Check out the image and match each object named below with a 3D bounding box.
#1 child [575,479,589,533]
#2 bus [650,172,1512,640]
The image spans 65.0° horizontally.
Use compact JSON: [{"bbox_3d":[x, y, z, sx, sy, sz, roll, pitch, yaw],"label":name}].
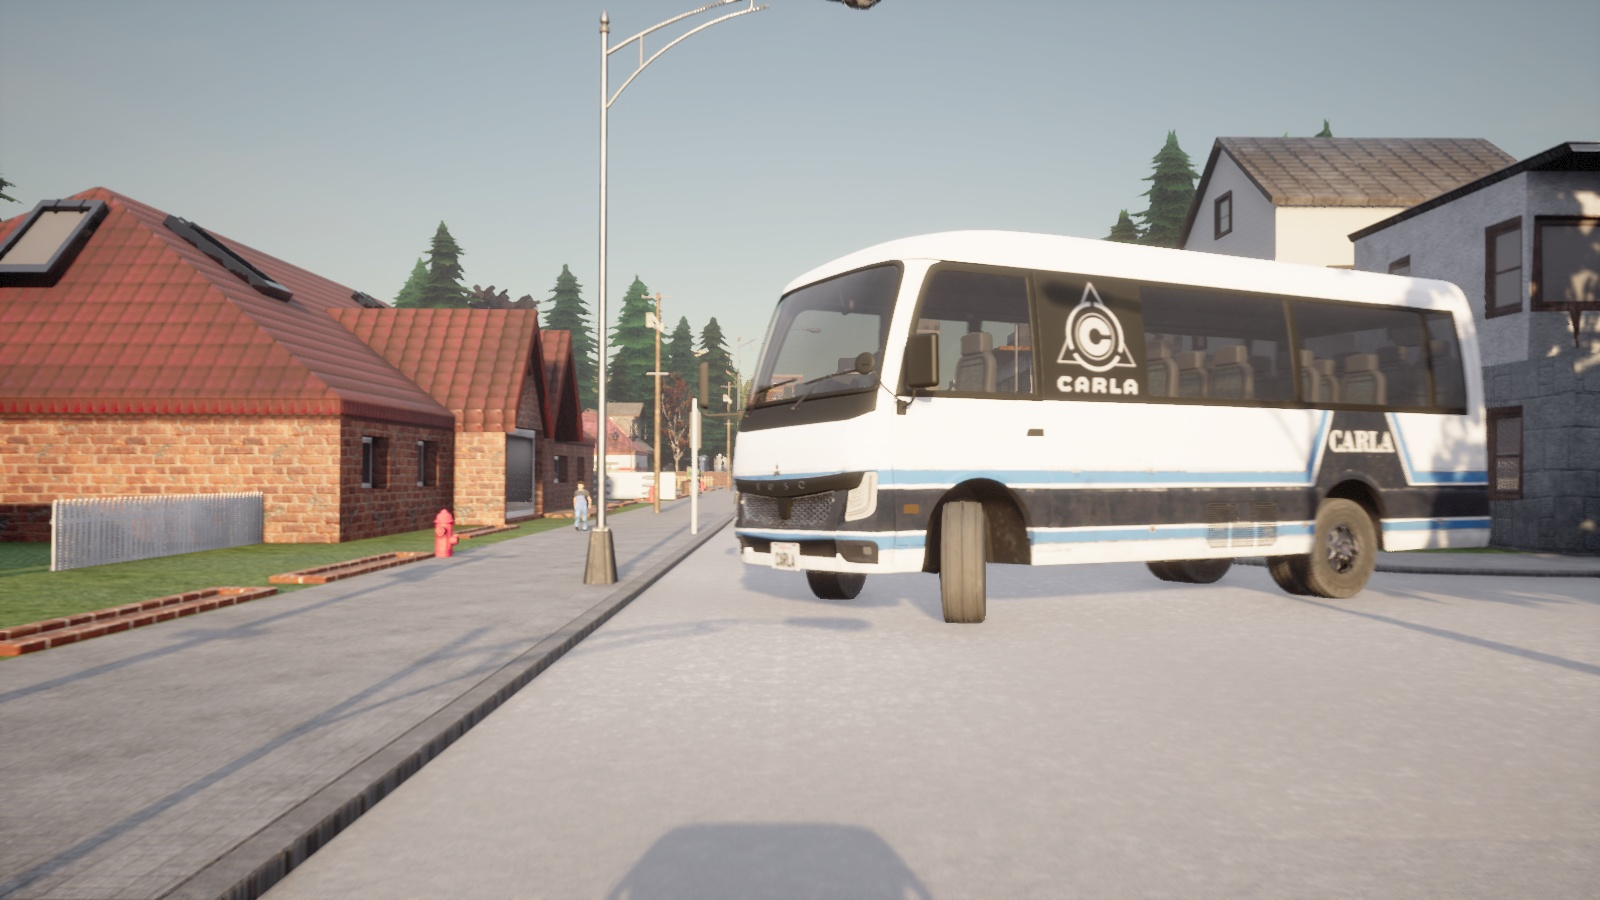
[{"bbox_3d":[-5.209,1.327,29.983,0.270,1.263,0.437,0,-1,0],"label":"child"},{"bbox_3d":[3.711,-0.316,15.587,10.273,4.253,3.944,0,-3,-29],"label":"bus"}]
